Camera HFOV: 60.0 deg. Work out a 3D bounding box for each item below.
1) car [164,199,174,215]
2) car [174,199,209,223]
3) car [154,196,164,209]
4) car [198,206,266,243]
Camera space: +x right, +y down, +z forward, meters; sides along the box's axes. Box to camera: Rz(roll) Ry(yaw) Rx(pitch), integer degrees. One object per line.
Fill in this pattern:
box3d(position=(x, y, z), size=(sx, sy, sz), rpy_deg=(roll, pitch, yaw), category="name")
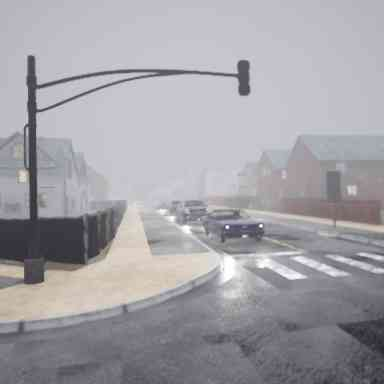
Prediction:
box3d(position=(-1.589, 1.608, 35.550), size=(1.837, 1.490, 4.892), rpy_deg=(-1, 0, -10), category="car")
box3d(position=(0.125, 1.355, 25.534), size=(2.097, 1.767, 4.553), rpy_deg=(-1, 0, -10), category="car")
box3d(position=(-4.088, 1.766, 50.570), size=(2.128, 1.511, 4.902), rpy_deg=(-1, -1, -10), category="car")
box3d(position=(1.805, 1.515, 15.775), size=(1.895, 1.301, 4.718), rpy_deg=(-1, 0, -10), category="car")
